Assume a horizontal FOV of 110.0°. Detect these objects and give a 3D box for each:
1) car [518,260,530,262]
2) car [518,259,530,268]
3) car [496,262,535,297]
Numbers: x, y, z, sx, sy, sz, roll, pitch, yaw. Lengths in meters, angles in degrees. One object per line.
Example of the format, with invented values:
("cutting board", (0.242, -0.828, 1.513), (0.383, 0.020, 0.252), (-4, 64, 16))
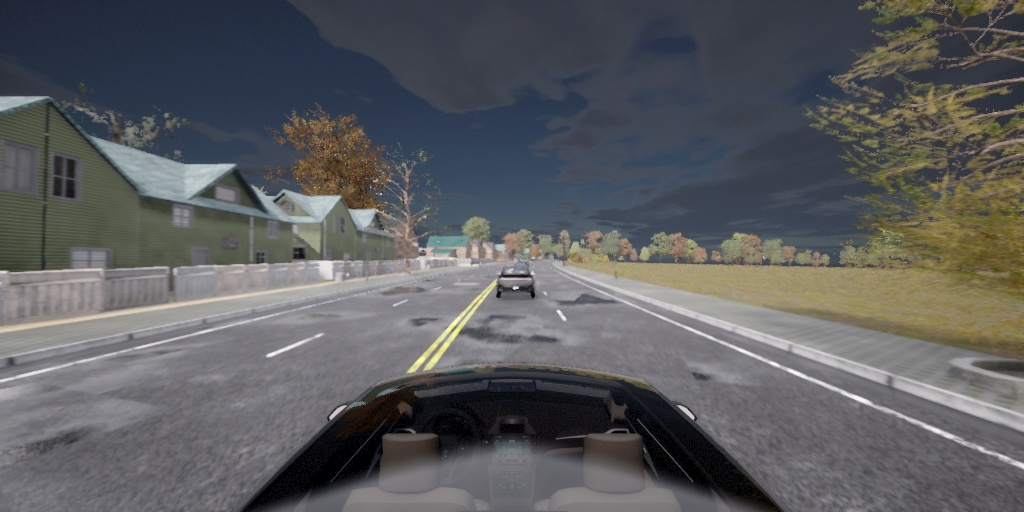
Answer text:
("car", (1.180, 1.397, 45.890), (1.994, 1.385, 4.181), (0, 0, 3))
("car", (2.133, 1.361, 63.690), (1.882, 1.535, 5.008), (0, 0, 5))
("car", (0.191, 1.267, 18.871), (2.128, 1.511, 4.902), (0, 0, 1))
